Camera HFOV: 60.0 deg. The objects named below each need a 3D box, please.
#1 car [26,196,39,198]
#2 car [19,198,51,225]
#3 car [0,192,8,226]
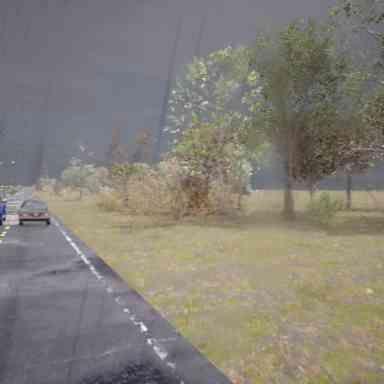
[{"bbox_3d":[-16.678,1.219,34.771,1.837,1.490,4.892,1,0,-26],"label":"car"},{"bbox_3d":[-10.485,1.373,22.240,2.033,1.411,5.357,1,0,-26],"label":"car"},{"bbox_3d":[-13.229,0.991,21.407,2.150,2.045,5.566,1,0,-26],"label":"car"}]
